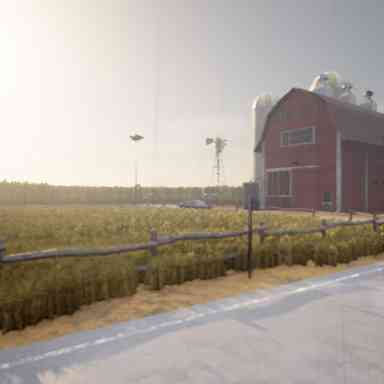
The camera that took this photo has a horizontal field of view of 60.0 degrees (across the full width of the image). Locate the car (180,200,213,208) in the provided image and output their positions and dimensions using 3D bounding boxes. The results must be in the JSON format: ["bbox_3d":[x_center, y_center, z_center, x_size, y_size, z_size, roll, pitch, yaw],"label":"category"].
[{"bbox_3d":[0.543,1.701,40.487,1.882,1.535,5.008,1,-1,-38],"label":"car"}]
